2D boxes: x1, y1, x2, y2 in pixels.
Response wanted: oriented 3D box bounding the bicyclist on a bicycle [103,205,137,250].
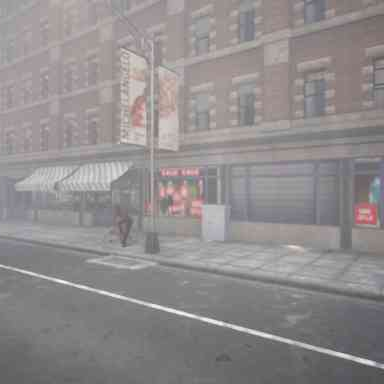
[{"bbox_3d":[-2.629,1.292,12.299,0.582,1.620,1.656,0,0,35],"label":"bicyclist on a bicycle"}]
